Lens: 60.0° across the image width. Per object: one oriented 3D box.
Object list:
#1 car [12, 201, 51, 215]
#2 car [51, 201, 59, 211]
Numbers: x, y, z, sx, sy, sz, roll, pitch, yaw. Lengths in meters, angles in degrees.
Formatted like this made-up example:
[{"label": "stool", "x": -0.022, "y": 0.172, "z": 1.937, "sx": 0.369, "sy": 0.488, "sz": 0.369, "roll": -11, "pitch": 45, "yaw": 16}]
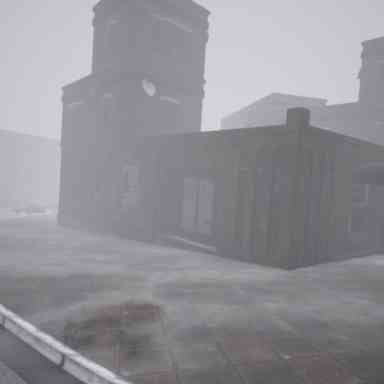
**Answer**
[{"label": "car", "x": -20.244, "y": 2.066, "z": 41.608, "sx": 2.033, "sy": 1.411, "sz": 5.357, "roll": 4, "pitch": -2, "yaw": 3}, {"label": "car", "x": -22.030, "y": 2.189, "z": 53.426, "sx": 2.033, "sy": 1.411, "sz": 5.357, "roll": 5, "pitch": -1, "yaw": 16}]
